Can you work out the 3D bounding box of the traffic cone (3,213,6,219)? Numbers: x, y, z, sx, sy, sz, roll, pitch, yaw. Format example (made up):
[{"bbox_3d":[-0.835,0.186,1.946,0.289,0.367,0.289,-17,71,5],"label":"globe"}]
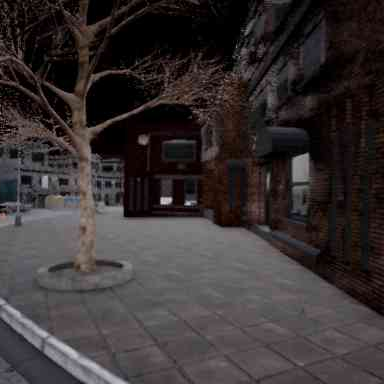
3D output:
[{"bbox_3d":[-17.094,2.167,30.323,0.340,0.580,0.340,2,-1,-14],"label":"traffic cone"}]

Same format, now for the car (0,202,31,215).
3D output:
[{"bbox_3d":[-20.097,1.790,37.052,2.033,1.411,5.357,1,-1,5],"label":"car"}]
